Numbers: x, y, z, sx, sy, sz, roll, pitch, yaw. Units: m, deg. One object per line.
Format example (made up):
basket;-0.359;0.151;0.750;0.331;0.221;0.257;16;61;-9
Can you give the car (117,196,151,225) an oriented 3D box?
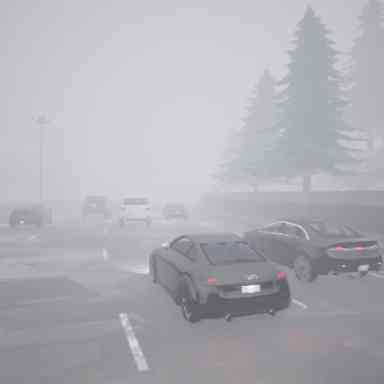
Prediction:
car;-4.284;1.313;24.981;2.150;2.045;5.566;0;0;-11

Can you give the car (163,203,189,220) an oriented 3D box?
car;-1.494;1.662;29.261;2.033;1.411;5.357;0;0;-9

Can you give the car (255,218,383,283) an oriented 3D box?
car;3.198;1.542;9.969;2.128;1.511;4.902;0;0;-18

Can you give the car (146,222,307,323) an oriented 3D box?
car;0.342;1.596;7.463;1.994;1.385;4.181;0;0;-19

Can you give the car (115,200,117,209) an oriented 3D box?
car;-9.910;1.691;42.435;2.033;1.411;5.357;0;0;-3

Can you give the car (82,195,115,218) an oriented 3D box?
car;-8.840;1.325;31.312;2.150;2.045;5.566;0;0;-8

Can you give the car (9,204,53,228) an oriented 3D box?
car;-10.953;1.568;22.878;1.837;1.490;4.892;0;0;-11
